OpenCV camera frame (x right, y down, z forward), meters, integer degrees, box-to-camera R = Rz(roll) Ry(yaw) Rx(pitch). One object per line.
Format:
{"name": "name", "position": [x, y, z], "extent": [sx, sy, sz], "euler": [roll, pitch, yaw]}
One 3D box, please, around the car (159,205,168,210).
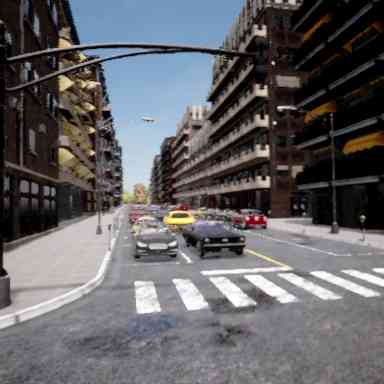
{"name": "car", "position": [-7.934, 4.205, 92.573], "extent": [1.947, 1.339, 4.313], "euler": [0, -2, -11]}

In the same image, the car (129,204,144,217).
{"name": "car", "position": [-8.912, 2.865, 52.774], "extent": [2.192, 1.841, 5.009], "euler": [0, -2, -11]}

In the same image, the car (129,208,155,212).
{"name": "car", "position": [-4.763, 2.446, 30.895], "extent": [1.887, 1.381, 4.507], "euler": [0, -2, -11]}

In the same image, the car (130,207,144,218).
{"name": "car", "position": [-7.844, 2.908, 47.132], "extent": [1.752, 1.417, 4.829], "euler": [0, -2, -11]}

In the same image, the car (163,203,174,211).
{"name": "car", "position": [-5.859, 3.626, 81.643], "extent": [2.192, 1.841, 5.009], "euler": [0, -2, -11]}

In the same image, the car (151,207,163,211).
{"name": "car", "position": [-2.909, 2.556, 35.015], "extent": [1.994, 1.385, 4.181], "euler": [0, -2, -10]}

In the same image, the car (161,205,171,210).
{"name": "car", "position": [-6.896, 4.026, 87.105], "extent": [2.008, 1.369, 4.403], "euler": [0, -2, -11]}

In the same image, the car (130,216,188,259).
{"name": "car", "position": [-1.651, 1.968, 14.490], "extent": [2.008, 1.369, 4.403], "euler": [0, -2, -11]}

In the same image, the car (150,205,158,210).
{"name": "car", "position": [-10.354, 4.205, 90.844], "extent": [1.895, 1.301, 4.718], "euler": [0, -2, -11]}

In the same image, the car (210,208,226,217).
{"name": "car", "position": [3.476, 2.397, 32.425], "extent": [2.008, 1.369, 4.403], "euler": [0, -2, -11]}

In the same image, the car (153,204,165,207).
{"name": "car", "position": [-5.691, 2.941, 50.157], "extent": [2.128, 1.511, 4.902], "euler": [0, -2, -11]}

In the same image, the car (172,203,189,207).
{"name": "car", "position": [-1.710, 2.973, 59.772], "extent": [2.192, 1.841, 5.009], "euler": [0, -2, -11]}

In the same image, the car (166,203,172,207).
{"name": "car", "position": [-3.785, 3.535, 70.701], "extent": [2.008, 1.369, 4.403], "euler": [0, -2, -11]}

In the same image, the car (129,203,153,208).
{"name": "car", "position": [-5.800, 2.378, 36.370], "extent": [2.192, 1.841, 5.009], "euler": [0, -2, -11]}

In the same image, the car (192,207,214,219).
{"name": "car", "position": [1.370, 2.700, 43.529], "extent": [1.752, 1.417, 4.829], "euler": [0, -2, -11]}

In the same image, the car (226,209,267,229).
{"name": "car", "position": [4.513, 2.125, 26.960], "extent": [1.967, 1.590, 4.097], "euler": [0, -2, -11]}

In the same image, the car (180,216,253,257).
{"name": "car", "position": [0.871, 2.005, 15.083], "extent": [1.895, 1.301, 4.718], "euler": [0, -2, -11]}

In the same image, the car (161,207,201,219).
{"name": "car", "position": [-0.931, 2.160, 24.538], "extent": [1.882, 1.535, 5.008], "euler": [0, -2, -11]}

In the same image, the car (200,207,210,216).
{"name": "car", "position": [2.439, 2.559, 37.893], "extent": [2.008, 1.369, 4.403], "euler": [0, -2, -11]}

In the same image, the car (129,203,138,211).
{"name": "car", "position": [-15.135, 3.845, 85.581], "extent": [2.192, 1.841, 5.009], "euler": [0, -2, -11]}

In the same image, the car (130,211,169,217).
{"name": "car", "position": [-2.657, 2.099, 19.792], "extent": [1.752, 1.417, 4.829], "euler": [0, -2, -11]}
